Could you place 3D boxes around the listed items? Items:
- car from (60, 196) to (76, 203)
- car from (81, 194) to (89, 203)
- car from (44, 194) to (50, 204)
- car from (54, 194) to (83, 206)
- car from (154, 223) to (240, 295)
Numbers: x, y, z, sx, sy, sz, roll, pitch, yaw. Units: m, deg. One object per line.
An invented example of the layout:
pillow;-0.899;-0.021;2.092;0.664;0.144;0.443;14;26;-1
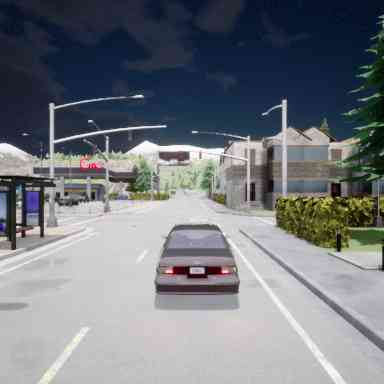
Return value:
car;-25.944;1.552;69.540;1.970;1.475;3.806;0;0;0
car;-22.618;1.268;68.937;1.905;1.878;3.866;0;0;0
car;-25.884;1.289;61.061;1.932;1.855;4.605;0;0;0
car;-18.917;1.489;51.068;2.007;1.523;4.514;0;0;0
car;0.101;1.547;8.871;2.033;1.411;5.357;0;0;0
